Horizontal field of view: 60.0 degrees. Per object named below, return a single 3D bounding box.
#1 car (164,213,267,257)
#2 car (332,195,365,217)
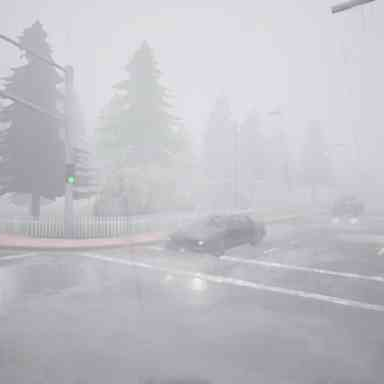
[{"bbox_3d":[1.233,1.574,13.387,2.033,1.411,5.357,0,0,36],"label":"car"},{"bbox_3d":[15.564,1.297,32.970,2.150,2.045,5.566,0,0,36],"label":"car"}]
